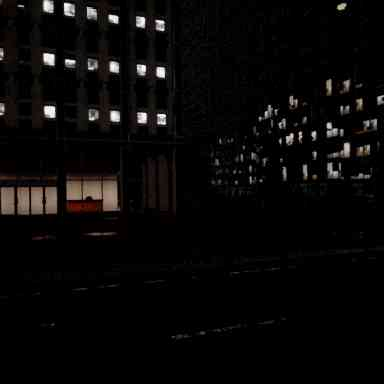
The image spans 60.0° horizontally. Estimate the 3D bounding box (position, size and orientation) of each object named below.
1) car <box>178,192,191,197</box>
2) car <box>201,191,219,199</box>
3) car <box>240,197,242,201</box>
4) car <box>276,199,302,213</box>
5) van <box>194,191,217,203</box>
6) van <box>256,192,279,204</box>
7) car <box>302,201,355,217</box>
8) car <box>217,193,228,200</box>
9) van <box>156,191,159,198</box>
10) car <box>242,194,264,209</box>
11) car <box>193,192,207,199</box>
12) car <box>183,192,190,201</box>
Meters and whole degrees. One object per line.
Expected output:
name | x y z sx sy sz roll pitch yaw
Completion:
car | -2.078 0.710 90.884 2.008 1.369 4.403 0 1 -21
car | 3.993 0.634 74.949 2.192 1.841 5.009 0 1 -21
car | 10.065 1.060 59.018 1.802 1.307 4.206 0 1 -21
car | 10.224 1.399 34.754 1.802 1.307 4.206 0 1 -21
van | 2.234 0.952 56.033 1.690 1.788 3.998 0 1 -21
van | 12.088 0.871 53.704 1.690 1.788 3.998 0 1 -21
car | 12.232 1.434 29.435 1.947 1.339 4.313 0 1 -21
car | 6.018 0.954 69.641 1.802 1.307 4.206 0 1 -21
van | -7.885 0.687 82.589 1.690 1.788 3.998 0 1 -21
car | 8.255 1.332 40.085 1.947 1.339 4.313 0 1 -21
car | 1.969 0.706 80.261 1.967 1.590 4.097 0 1 -21
car | -1.813 1.056 66.658 2.008 1.369 4.403 0 1 -21
